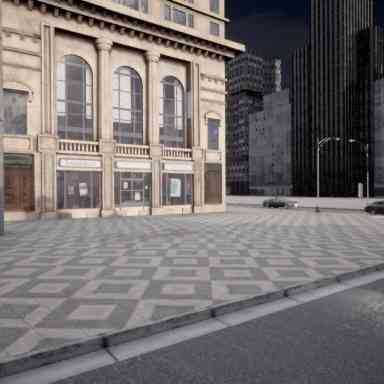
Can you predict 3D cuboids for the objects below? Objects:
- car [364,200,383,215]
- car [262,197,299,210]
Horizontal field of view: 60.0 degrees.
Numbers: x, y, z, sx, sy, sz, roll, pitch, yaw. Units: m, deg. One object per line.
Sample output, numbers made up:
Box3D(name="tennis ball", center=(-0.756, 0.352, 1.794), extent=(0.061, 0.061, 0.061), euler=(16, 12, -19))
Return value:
Box3D(name="car", center=(18.148, 1.477, 30.197), extent=(1.812, 1.442, 4.674), euler=(-1, 1, -34))
Box3D(name="car", center=(10.851, 1.403, 40.931), extent=(2.128, 1.511, 4.902), euler=(-1, 1, -34))
